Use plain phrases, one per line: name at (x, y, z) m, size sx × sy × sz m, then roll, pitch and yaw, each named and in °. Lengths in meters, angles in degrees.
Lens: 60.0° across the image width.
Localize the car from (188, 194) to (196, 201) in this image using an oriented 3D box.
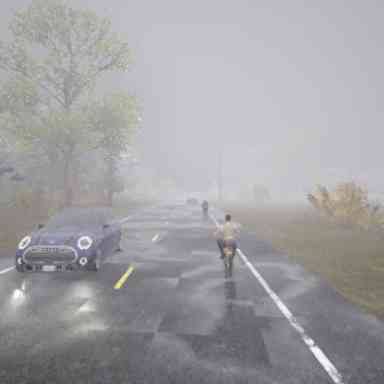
car at (-0.038, 1.275, 73.622) m, size 1.812 × 1.442 × 4.674 m, roll 0°, pitch 0°, yaw 0°

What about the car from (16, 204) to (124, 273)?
car at (-3.604, 1.321, 10.610) m, size 2.097 × 1.767 × 4.553 m, roll 0°, pitch 0°, yaw 0°

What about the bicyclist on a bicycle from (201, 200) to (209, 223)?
bicyclist on a bicycle at (0.950, 1.380, 23.964) m, size 0.582 × 1.620 × 1.656 m, roll 0°, pitch 0°, yaw 0°

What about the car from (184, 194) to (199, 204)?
car at (0.071, 1.341, 56.427) m, size 1.812 × 1.442 × 4.674 m, roll 0°, pitch 0°, yaw 0°

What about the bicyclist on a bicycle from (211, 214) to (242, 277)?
bicyclist on a bicycle at (0.976, 1.410, 9.160) m, size 0.866 × 1.612 × 1.509 m, roll 0°, pitch 0°, yaw 0°
